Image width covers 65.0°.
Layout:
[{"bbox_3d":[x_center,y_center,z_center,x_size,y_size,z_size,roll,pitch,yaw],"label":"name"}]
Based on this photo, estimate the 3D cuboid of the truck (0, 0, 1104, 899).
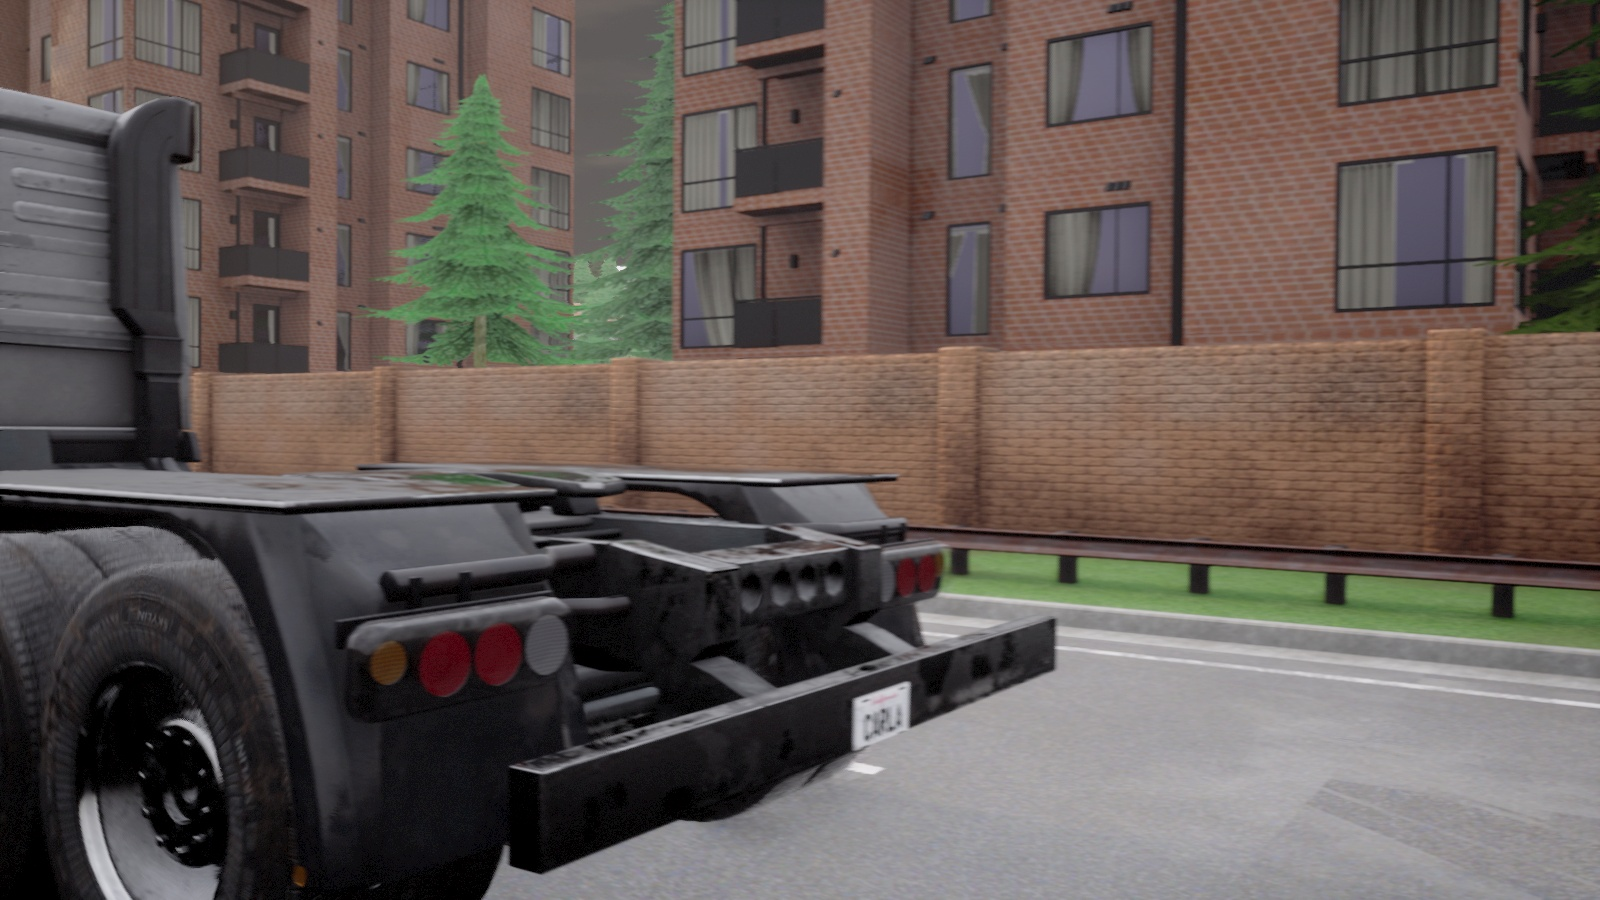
[{"bbox_3d":[-2.999,-0.300,5.597,7.936,3.462,2.891,0,1,34],"label":"truck"}]
